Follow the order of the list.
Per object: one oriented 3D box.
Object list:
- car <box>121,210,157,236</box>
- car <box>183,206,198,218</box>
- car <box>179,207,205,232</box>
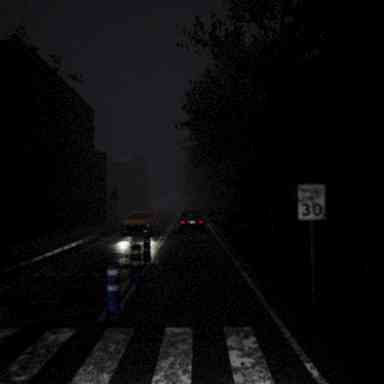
[{"bbox_3d":[-3.467,2.045,22.563,1.882,1.535,5.008,-1,-1,0],"label":"car"},{"bbox_3d":[-0.206,2.549,43.072,1.895,1.301,4.718,-1,-1,-1],"label":"car"},{"bbox_3d":[-0.033,2.127,24.827,2.033,1.411,5.357,-1,-1,0],"label":"car"}]
